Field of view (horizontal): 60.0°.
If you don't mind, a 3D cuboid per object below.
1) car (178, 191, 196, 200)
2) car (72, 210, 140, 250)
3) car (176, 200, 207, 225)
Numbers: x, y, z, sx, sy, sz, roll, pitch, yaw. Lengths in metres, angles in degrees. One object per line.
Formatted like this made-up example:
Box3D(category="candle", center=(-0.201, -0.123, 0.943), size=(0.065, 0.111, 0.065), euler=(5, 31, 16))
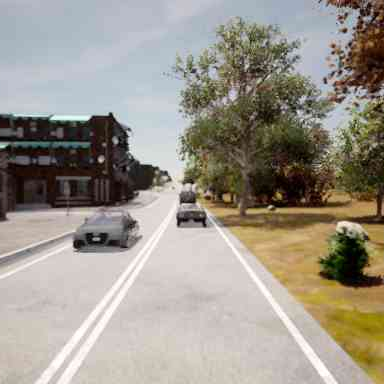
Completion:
Box3D(category="car", center=(-0.596, 0.858, 43.781), size=(2.150, 2.045, 5.566), euler=(0, 1, -2))
Box3D(category="car", center=(-3.389, 1.467, 13.763), size=(1.994, 1.385, 4.181), euler=(0, 0, 0))
Box3D(category="car", center=(-0.072, 1.437, 22.282), size=(1.895, 1.301, 4.718), euler=(0, 0, -1))
